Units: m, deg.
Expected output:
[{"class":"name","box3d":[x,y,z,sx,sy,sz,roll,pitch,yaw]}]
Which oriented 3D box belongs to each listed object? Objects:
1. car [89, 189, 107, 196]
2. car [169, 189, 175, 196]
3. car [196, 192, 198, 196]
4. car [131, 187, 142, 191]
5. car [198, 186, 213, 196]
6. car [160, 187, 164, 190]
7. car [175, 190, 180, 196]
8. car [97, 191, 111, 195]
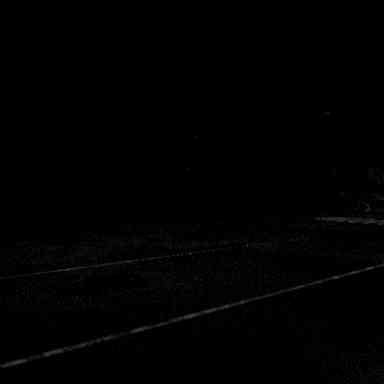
[{"class":"car","box3d":[-24.679,0.089,87.748,2.097,1.535,5.008,0,3,19]},{"class":"car","box3d":[-3.612,0.209,71.125,1.946,1.575,5.366,-1,2,17]},{"class":"car","box3d":[1.194,-0.124,67.783,2.435,2.045,5.566,-2,2,16]},{"class":"car","box3d":[-13.041,-0.009,78.485,2.435,2.045,5.566,0,2,18]},{"class":"car","box3d":[3.582,-0.165,65.964,2.435,2.045,5.566,-1,2,16]},{"class":"car","box3d":[-5.949,-0.022,73.119,2.435,2.045,5.566,-2,2,17]},{"class":"car","box3d":[-1.201,0.046,69.496,2.185,1.767,4.553,-2,2,16]},{"class":"car","box3d":[-22.427,0.131,85.705,1.946,1.575,5.366,0,3,19]}]
